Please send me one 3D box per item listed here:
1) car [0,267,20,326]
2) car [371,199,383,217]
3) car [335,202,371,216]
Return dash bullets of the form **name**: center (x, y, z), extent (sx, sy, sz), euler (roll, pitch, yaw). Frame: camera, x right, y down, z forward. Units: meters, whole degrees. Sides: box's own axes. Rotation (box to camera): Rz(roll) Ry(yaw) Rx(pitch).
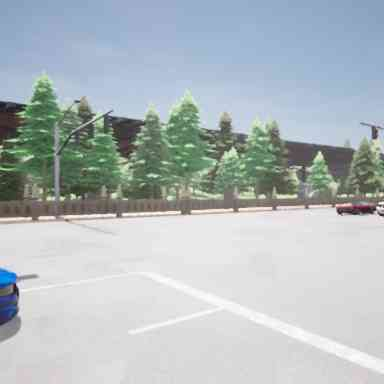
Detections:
- **car**: center (-5.099, 1.478, 4.431), extent (5.008, 1.535, 1.882), euler (0, 0, -35)
- **car**: center (19.304, 1.232, 30.753), extent (5.566, 2.045, 2.150), euler (0, 0, -36)
- **car**: center (16.222, 1.614, 32.846), extent (4.718, 1.301, 1.895), euler (0, 0, -36)
